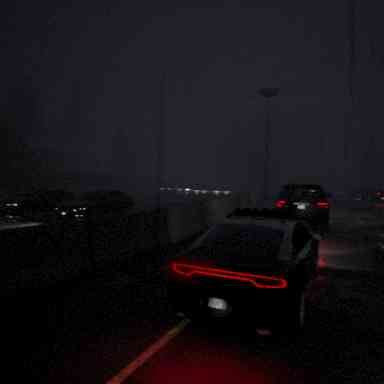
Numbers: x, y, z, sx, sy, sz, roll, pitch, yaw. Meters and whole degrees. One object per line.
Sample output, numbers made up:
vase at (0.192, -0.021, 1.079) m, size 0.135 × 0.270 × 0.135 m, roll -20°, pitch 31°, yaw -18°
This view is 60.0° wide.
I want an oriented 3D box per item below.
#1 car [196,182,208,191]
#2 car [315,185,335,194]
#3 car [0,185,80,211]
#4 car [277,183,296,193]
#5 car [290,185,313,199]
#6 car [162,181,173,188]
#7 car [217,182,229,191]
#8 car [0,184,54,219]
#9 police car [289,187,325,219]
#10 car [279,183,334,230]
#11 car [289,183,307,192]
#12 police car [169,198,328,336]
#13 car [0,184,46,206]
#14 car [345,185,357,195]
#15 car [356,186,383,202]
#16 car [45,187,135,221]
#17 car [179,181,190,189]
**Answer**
car at (1.774, -1.015, 57.275) m, size 2.033 × 1.411 × 5.357 m, roll 2°, pitch 3°, yaw 6°
car at (23.066, -0.515, 57.943) m, size 1.994 × 1.385 × 4.181 m, roll 2°, pitch 2°, yaw 3°
car at (-10.047, 0.289, 22.086) m, size 2.033 × 1.411 × 5.357 m, roll 2°, pitch 3°, yaw 21°
car at (15.833, -0.673, 55.978) m, size 2.128 × 1.511 × 4.902 m, roll 2°, pitch 3°, yaw 5°
car at (13.919, -0.057, 42.560) m, size 2.033 × 1.411 × 5.357 m, roll 2°, pitch 3°, yaw 10°
car at (-4.672, -1.497, 64.477) m, size 2.033 × 1.411 × 5.357 m, roll 2°, pitch 3°, yaw 3°
car at (5.275, -1.012, 57.523) m, size 1.882 × 1.535 × 5.008 m, roll 2°, pitch 3°, yaw 6°
car at (-8.108, 0.482, 17.614) m, size 2.128 × 1.511 × 4.902 m, roll 2°, pitch 3°, yaw 22°
police car at (7.504, 0.601, 21.867) m, size 1.930 × 1.638 × 5.238 m, roll 2°, pitch 3°, yaw 19°
car at (5.395, 0.614, 15.980) m, size 2.150 × 2.045 × 5.566 m, roll 2°, pitch 3°, yaw 21°
car at (19.916, -0.903, 62.956) m, size 1.882 × 1.535 × 5.008 m, roll 2°, pitch 2°, yaw 2°
police car at (1.422, 1.144, 6.594) m, size 1.930 × 1.638 × 5.238 m, roll 3°, pitch 3°, yaw 25°
car at (-13.014, 0.135, 24.269) m, size 1.994 × 1.385 × 4.181 m, roll 2°, pitch 3°, yaw 20°
car at (26.218, -0.305, 53.351) m, size 2.128 × 1.511 × 4.902 m, roll 2°, pitch 2°, yaw 4°
car at (19.961, 0.326, 36.315) m, size 1.837 × 1.490 × 4.892 m, roll 3°, pitch 2°, yaw 11°
car at (-4.686, 0.617, 16.744) m, size 1.837 × 1.490 × 4.892 m, roll 3°, pitch 3°, yaw 22°
car at (-1.338, -1.340, 62.314) m, size 1.812 × 1.442 × 4.674 m, roll 2°, pitch 3°, yaw 4°
